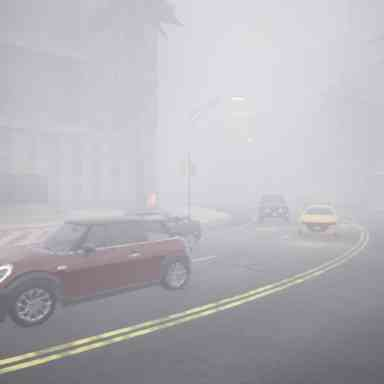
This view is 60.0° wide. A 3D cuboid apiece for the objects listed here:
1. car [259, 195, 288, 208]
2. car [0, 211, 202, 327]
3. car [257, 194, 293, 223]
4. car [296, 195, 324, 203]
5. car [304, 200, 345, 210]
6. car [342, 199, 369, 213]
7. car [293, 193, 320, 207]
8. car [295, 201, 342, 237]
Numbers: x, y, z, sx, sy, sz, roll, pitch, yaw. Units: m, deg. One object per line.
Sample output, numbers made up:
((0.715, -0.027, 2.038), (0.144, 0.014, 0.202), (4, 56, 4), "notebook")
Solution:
((11.901, 1.352, 48.684), (2.097, 1.767, 4.553), (0, 0, -17), "car")
((-2.227, 1.352, 7.207), (4.553, 1.767, 2.097), (0, 0, -41), "car")
((6.400, 1.219, 26.344), (2.150, 2.045, 5.566), (0, 0, 11), "car")
((14.141, 1.478, 38.193), (1.882, 1.535, 5.008), (0, 0, -4), "car")
((10.305, 1.567, 26.166), (1.994, 1.385, 4.181), (0, 0, 12), "car")
((17.708, 1.491, 37.171), (2.128, 1.511, 4.902), (0, 0, -3), "car")
((16.112, 1.221, 47.262), (2.150, 2.045, 5.566), (0, 0, -15), "car")
((7.111, 1.478, 18.389), (1.882, 1.535, 5.008), (0, 0, 25), "car")
